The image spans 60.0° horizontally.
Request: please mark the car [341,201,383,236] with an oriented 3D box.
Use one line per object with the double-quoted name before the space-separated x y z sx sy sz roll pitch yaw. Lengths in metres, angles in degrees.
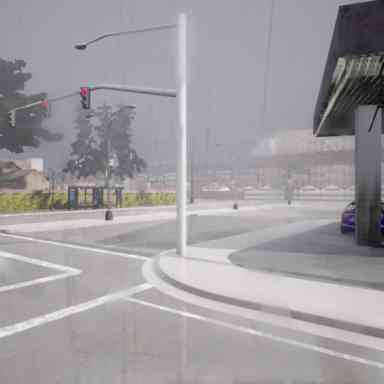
"car" 9.458 1.295 17.721 2.242 1.667 4.611 0 0 37
